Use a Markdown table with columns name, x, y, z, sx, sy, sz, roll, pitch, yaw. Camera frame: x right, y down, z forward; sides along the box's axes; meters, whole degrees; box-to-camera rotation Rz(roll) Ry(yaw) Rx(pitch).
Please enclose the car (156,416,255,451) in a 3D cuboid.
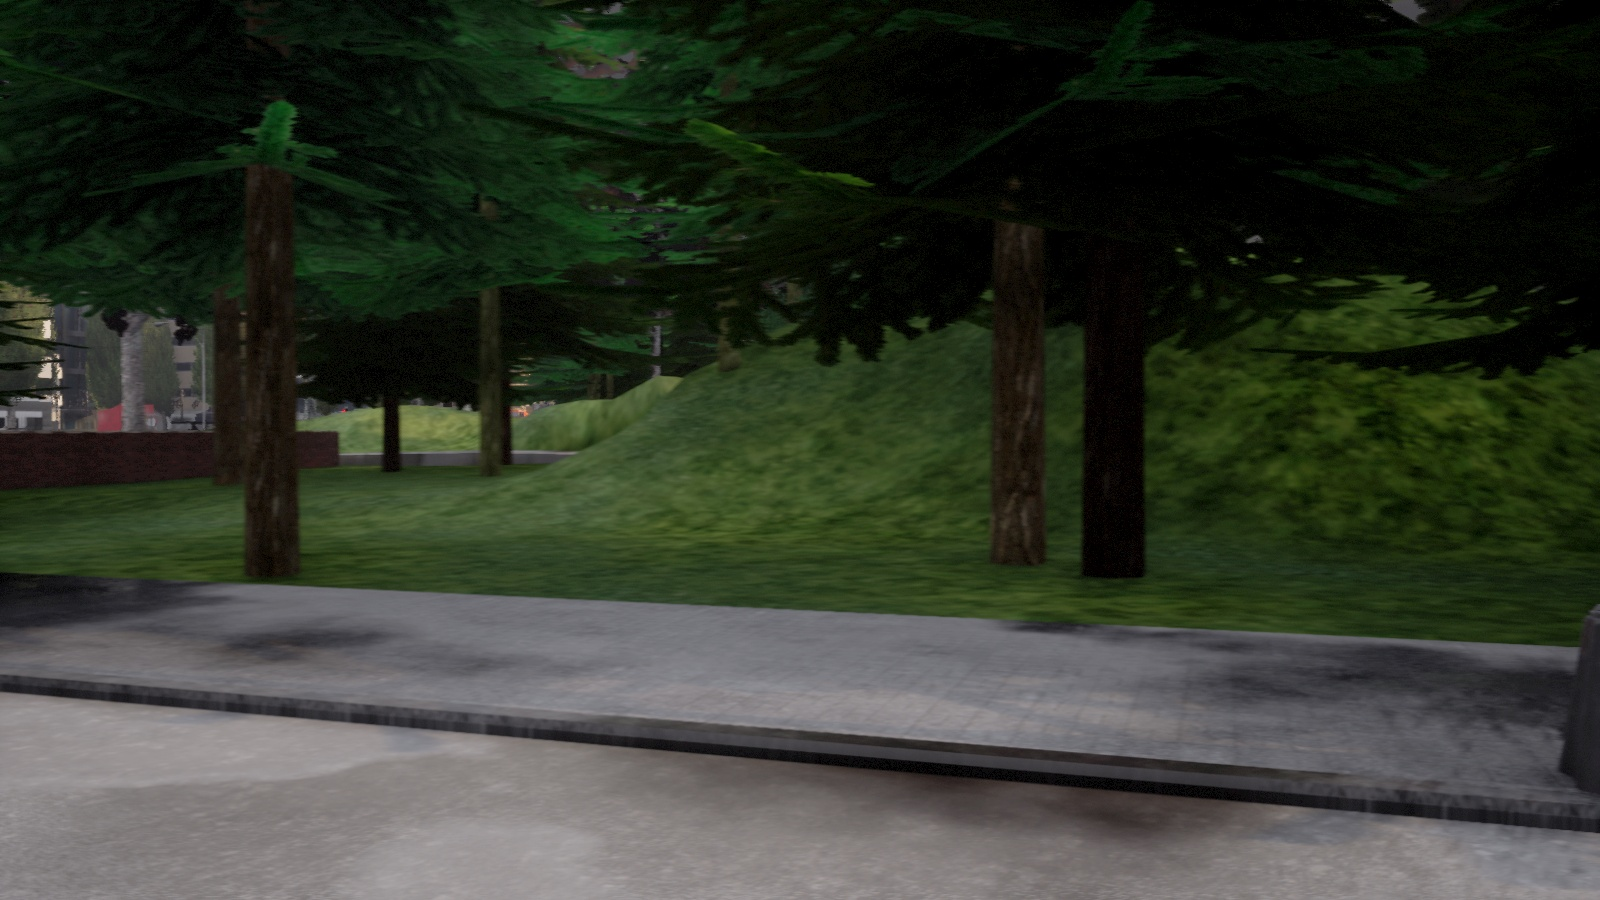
| name | x | y | z | sx | sy | sz | roll | pitch | yaw |
| --- | --- | --- | --- | --- | --- | --- | --- | --- | --- |
| car | -36.272 | -1.015 | 76.847 | 2.150 | 2.045 | 5.566 | 1 | 1 | 20 |
